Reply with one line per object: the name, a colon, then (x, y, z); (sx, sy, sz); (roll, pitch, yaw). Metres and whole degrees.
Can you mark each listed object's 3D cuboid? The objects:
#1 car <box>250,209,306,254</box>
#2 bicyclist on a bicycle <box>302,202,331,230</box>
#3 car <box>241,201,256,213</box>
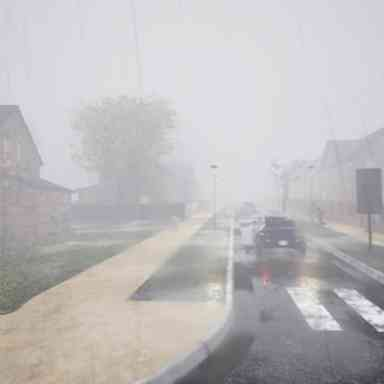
car: (3.549, 1.645, 14.004); (1.812, 1.442, 4.674); (-1, -1, 8)
bicyclist on a bicycle: (7.373, 1.442, 19.775); (1.656, 1.620, 0.582); (-1, -1, 7)
car: (7.565, 1.971, 44.721); (1.812, 1.442, 4.674); (-1, -1, 7)
